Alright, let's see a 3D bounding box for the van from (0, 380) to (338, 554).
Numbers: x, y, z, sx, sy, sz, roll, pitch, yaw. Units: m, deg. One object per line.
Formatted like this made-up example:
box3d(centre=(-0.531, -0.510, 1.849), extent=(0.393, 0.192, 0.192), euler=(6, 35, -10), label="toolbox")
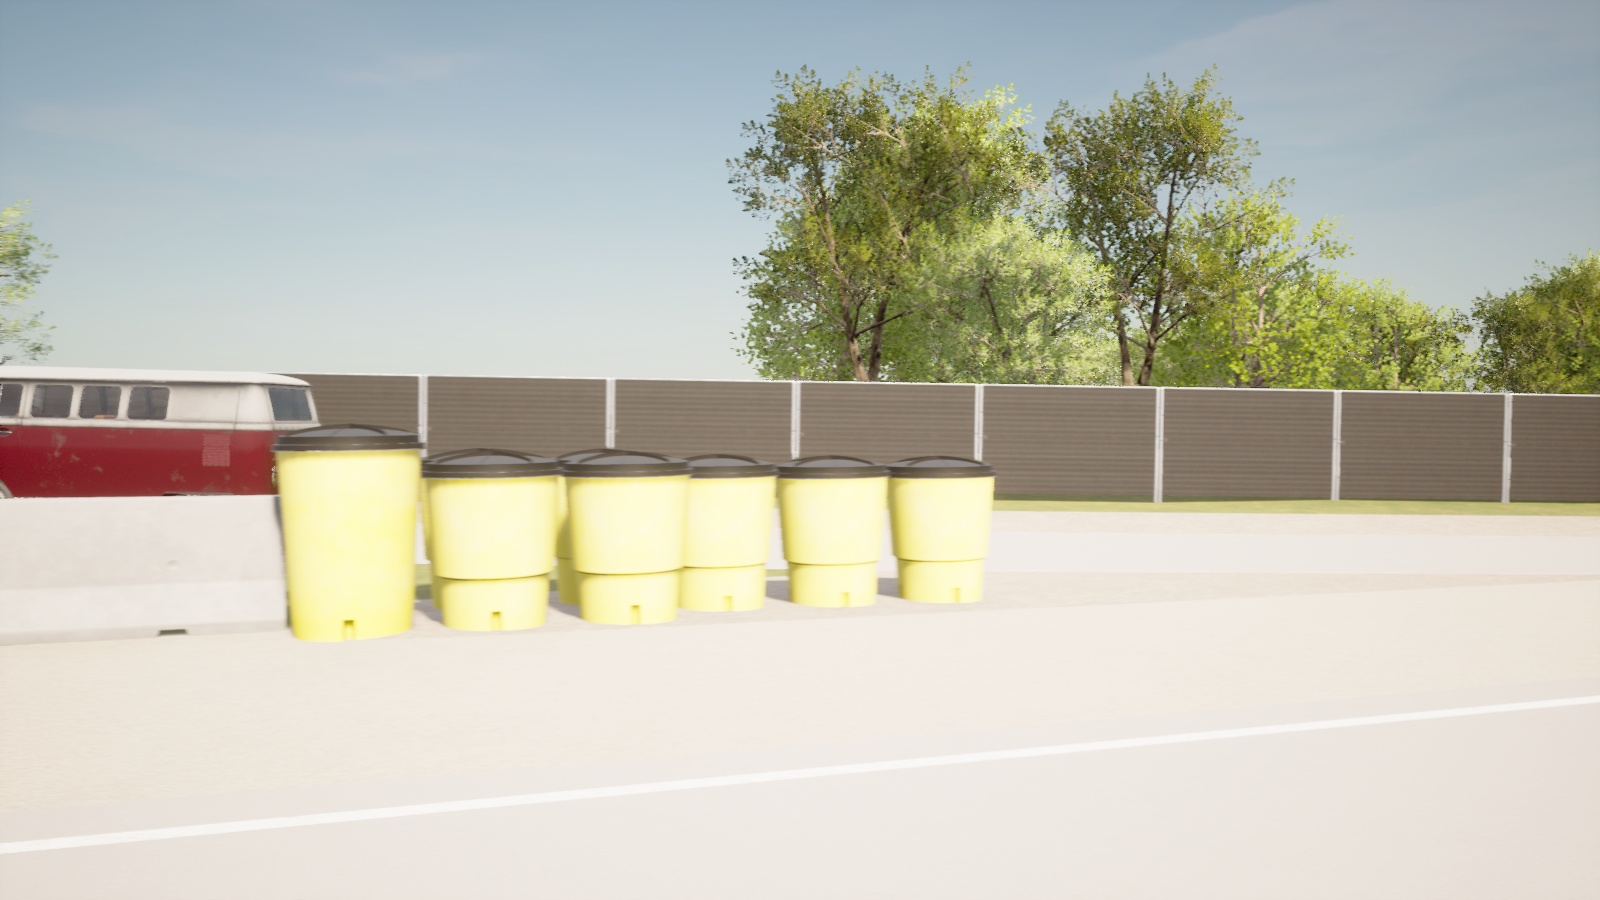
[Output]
box3d(centre=(-8.201, 0.172, 15.337), extent=(4.442, 1.987, 1.775), euler=(0, 2, 2), label="van")
